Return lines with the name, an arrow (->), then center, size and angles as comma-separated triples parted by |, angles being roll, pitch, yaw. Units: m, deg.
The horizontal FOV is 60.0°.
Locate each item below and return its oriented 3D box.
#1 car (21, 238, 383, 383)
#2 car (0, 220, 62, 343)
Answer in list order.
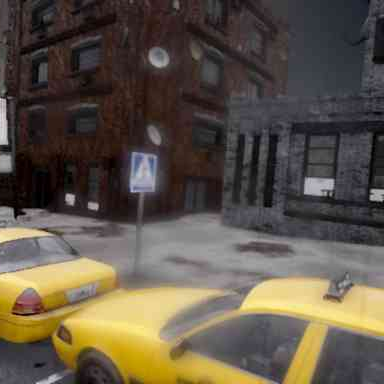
car -> 0.938, 1.447, 2.877 | 5.366, 1.575, 1.946 | 2, 1, 35
car -> -3.604, 1.284, 6.019 | 5.366, 1.575, 1.946 | 2, 1, 35
